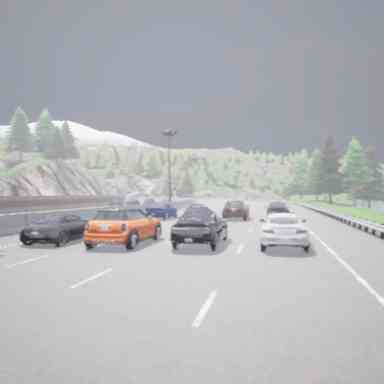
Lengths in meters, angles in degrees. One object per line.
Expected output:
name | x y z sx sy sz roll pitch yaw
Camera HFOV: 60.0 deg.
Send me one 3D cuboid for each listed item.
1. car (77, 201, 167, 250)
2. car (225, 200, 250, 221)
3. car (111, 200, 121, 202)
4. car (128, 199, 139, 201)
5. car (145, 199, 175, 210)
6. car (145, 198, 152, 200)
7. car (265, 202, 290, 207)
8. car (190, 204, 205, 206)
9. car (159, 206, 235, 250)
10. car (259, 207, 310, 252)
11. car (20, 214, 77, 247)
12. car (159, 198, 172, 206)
car | -3.013 1.507 15.466 2.097 1.767 4.553 -1 -1 14
car | 3.889 1.519 29.236 2.097 1.767 4.553 -1 -1 14
car | -15.989 2.292 70.268 1.994 1.385 4.181 -1 0 8
car | -12.494 2.168 70.057 1.882 1.535 5.008 -1 0 8
car | -2.818 1.751 31.254 1.882 1.535 5.008 -1 0 14
car | -8.998 2.141 69.845 1.837 1.490 4.892 -1 0 8
car | 7.349 1.627 28.637 1.837 1.490 4.892 -1 0 14
car | 0.536 1.785 30.237 1.994 1.385 4.181 -1 0 14
car | 0.444 1.599 14.857 2.128 1.511 4.902 -1 0 14
car | 3.867 1.582 14.119 1.812 1.442 4.674 -1 0 14
car | -6.366 1.773 16.467 1.994 1.385 4.181 -1 0 14
car | -5.502 2.115 69.633 1.812 1.442 4.674 -1 0 8
